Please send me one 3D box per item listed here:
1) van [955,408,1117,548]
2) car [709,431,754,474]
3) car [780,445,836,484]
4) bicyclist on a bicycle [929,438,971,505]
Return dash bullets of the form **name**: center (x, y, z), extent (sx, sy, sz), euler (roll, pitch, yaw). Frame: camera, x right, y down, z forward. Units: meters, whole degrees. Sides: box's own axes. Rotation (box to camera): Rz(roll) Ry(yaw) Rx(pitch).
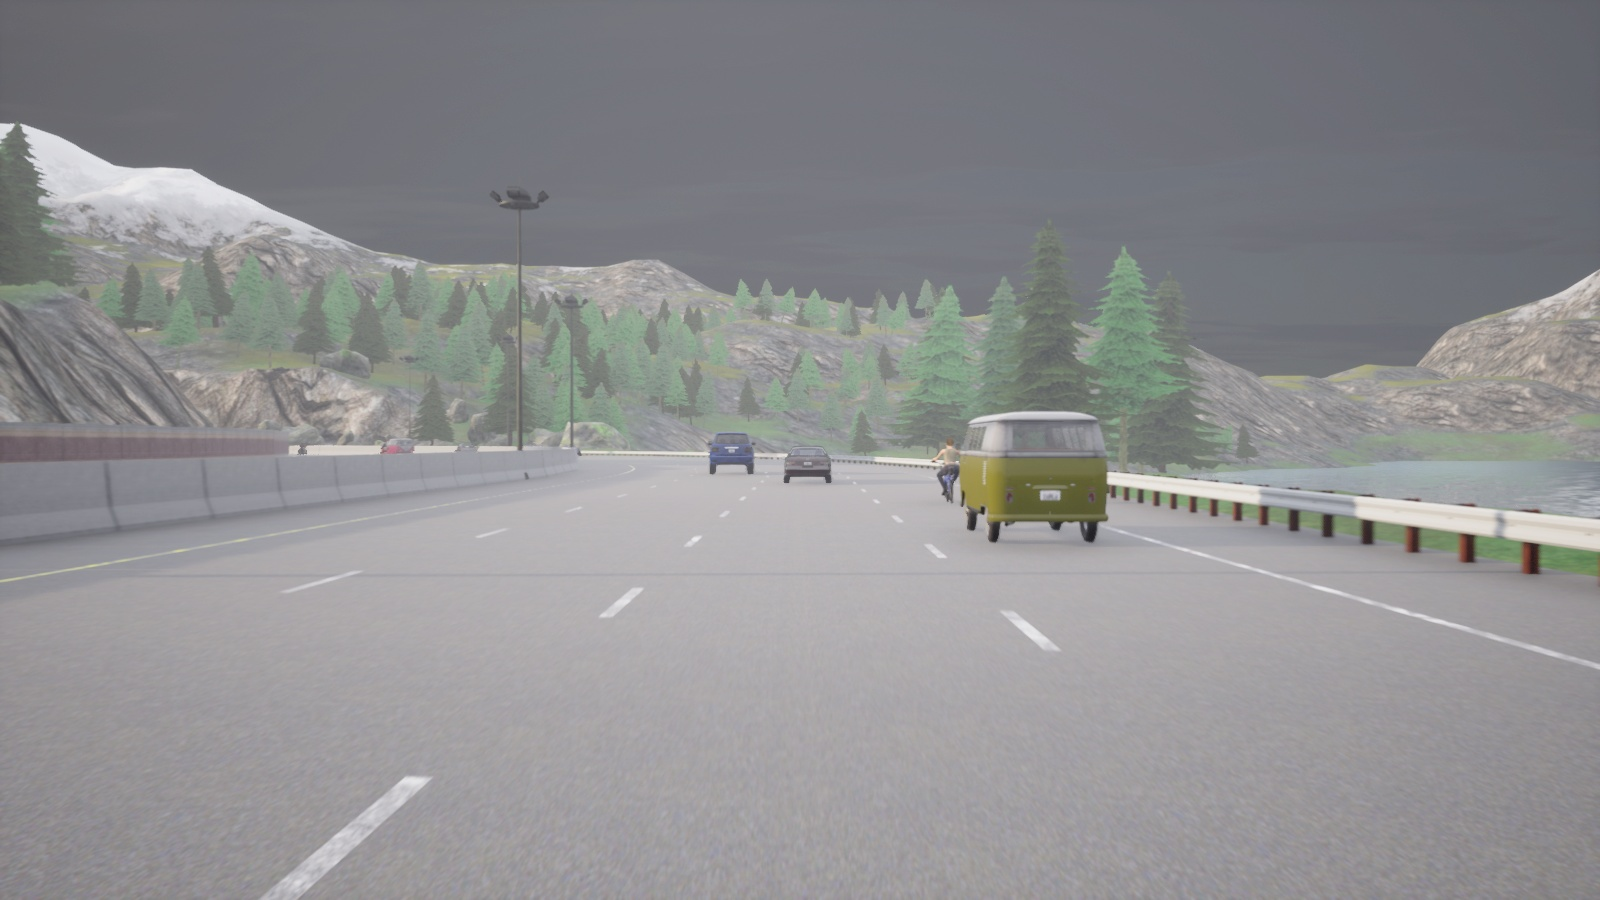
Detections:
- **van**: center (3.630, 0.391, 20.050), extent (1.775, 1.987, 4.442), euler (0, 0, 0)
- **car**: center (-3.405, 0.116, 62.218), extent (2.150, 2.045, 5.566), euler (0, 0, -3)
- **car**: center (0.293, 0.524, 48.438), extent (2.033, 1.411, 5.357), euler (0, 0, 0)
- **bicyclist on a bicycle**: center (3.689, 0.514, 30.931), extent (0.866, 1.612, 1.509), euler (0, 0, 1)
